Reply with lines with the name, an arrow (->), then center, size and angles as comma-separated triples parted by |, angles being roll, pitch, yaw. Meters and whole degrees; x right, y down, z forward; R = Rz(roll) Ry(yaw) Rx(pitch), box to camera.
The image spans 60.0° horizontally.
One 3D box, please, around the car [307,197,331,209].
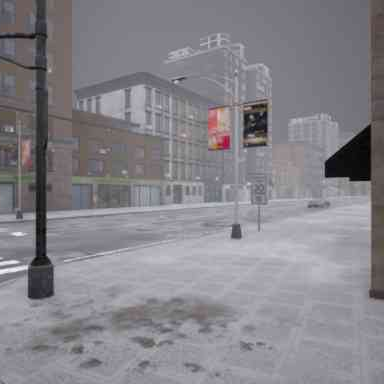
car -> 16.245, 1.391, 42.367 | 2.033, 1.411, 5.357 | 0, 0, 35
